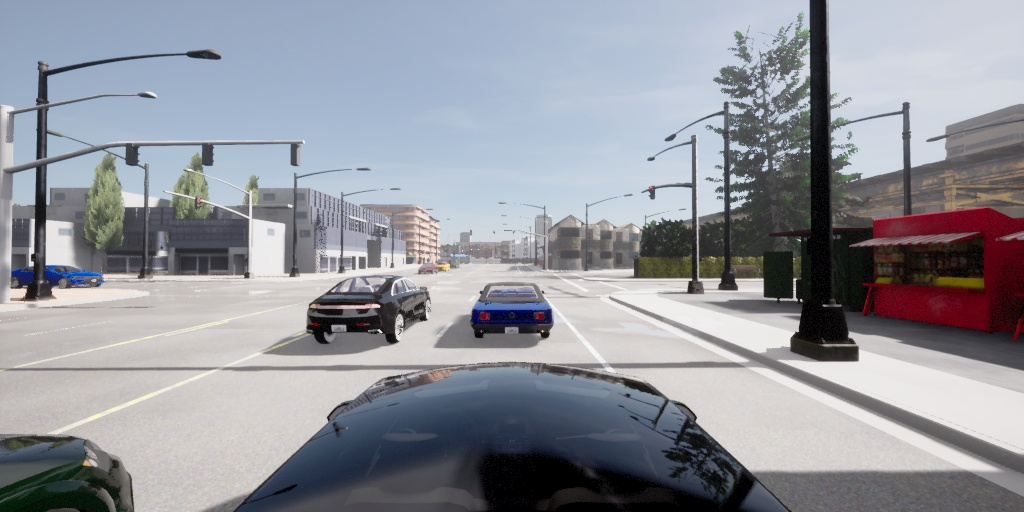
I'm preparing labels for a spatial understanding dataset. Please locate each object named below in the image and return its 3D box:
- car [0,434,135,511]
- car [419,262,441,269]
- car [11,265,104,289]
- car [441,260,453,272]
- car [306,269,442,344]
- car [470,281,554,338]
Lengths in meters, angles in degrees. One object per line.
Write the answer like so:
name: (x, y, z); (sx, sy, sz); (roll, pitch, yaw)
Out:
car: (-3.373, 1.314, 0.502); (1.994, 1.385, 4.181); (0, 0, -1)
car: (-11.027, 1.638, 47.441); (1.812, 1.442, 4.674); (0, 0, -1)
car: (-29.735, 1.315, 23.381); (5.008, 1.535, 1.882); (0, -1, 0)
car: (-11.112, 1.647, 56.959); (1.882, 1.535, 5.008); (0, 0, 0)
car: (-3.506, 1.257, 9.672); (2.128, 1.511, 4.902); (0, 0, 0)
car: (-0.006, 1.365, 10.148); (1.895, 1.301, 4.718); (0, 0, 0)
